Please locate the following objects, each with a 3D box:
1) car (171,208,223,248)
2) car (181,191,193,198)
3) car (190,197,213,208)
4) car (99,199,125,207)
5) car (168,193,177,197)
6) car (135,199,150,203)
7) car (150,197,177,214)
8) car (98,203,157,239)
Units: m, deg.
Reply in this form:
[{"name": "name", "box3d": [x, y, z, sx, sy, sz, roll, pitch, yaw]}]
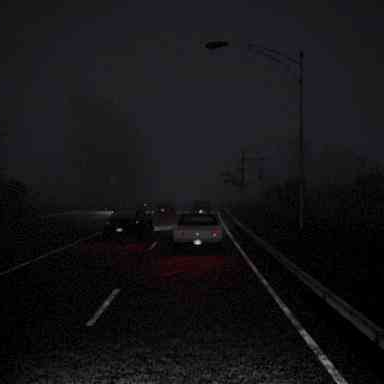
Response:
[{"name": "car", "box3d": [0.270, 1.579, 14.594, 1.895, 1.301, 4.718, 0, 0, 1]}, {"name": "car", "box3d": [-1.180, 0.723, 79.982, 2.150, 2.045, 5.566, 0, 0, 9]}, {"name": "car", "box3d": [0.928, 1.459, 31.448, 1.837, 1.490, 4.892, 0, 0, 3]}, {"name": "car", "box3d": [-9.305, 1.488, 39.255, 2.033, 1.411, 5.357, 0, 0, 4]}, {"name": "car", "box3d": [-4.635, 0.996, 80.541, 1.837, 1.490, 4.892, 0, 0, 9]}, {"name": "car", "box3d": [-5.774, 1.542, 39.498, 1.895, 1.301, 4.718, 0, 0, 4]}, {"name": "car", "box3d": [-2.516, 1.477, 32.524, 1.812, 1.442, 4.674, 0, 0, 3]}, {"name": "car", "box3d": [-3.163, 1.500, 17.100, 1.812, 1.442, 4.674, 0, 0, 2]}]
